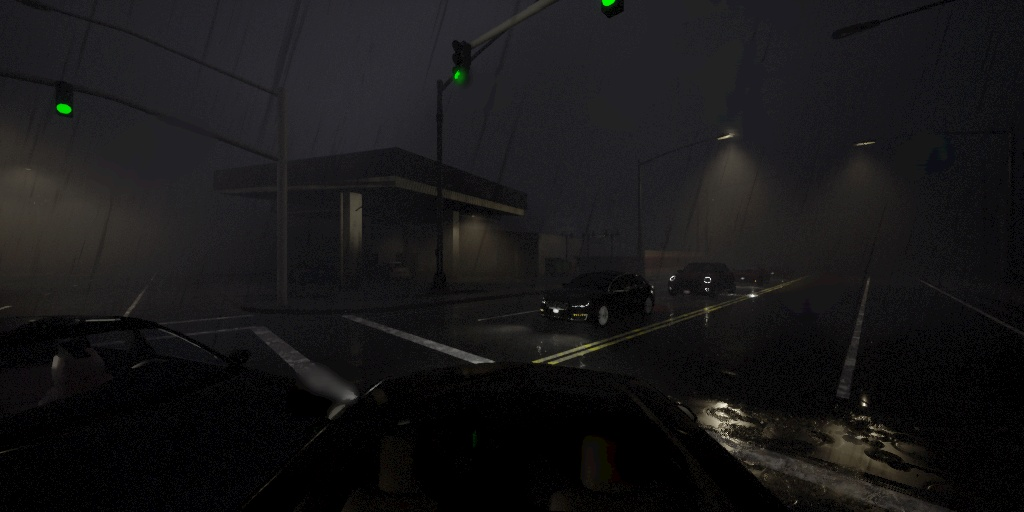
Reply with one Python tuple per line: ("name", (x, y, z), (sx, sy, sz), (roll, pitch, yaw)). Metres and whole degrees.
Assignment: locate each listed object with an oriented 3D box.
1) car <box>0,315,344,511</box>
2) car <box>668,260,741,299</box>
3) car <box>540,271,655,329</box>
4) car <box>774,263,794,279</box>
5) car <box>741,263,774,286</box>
("car", (-3.413, 1.242, 2.551), (4.902, 1.511, 2.128), (0, 0, 15))
("car", (9.775, 1.102, 18.375), (4.553, 1.767, 2.097), (0, 0, -45))
("car", (2.916, 1.255, 11.550), (1.837, 1.490, 4.892), (0, 0, 45))
("car", (23.877, 1.314, 32.297), (4.181, 1.385, 1.994), (0, 0, -44))
("car", (16.722, 1.314, 25.265), (1.994, 1.385, 4.181), (0, 0, 44))
